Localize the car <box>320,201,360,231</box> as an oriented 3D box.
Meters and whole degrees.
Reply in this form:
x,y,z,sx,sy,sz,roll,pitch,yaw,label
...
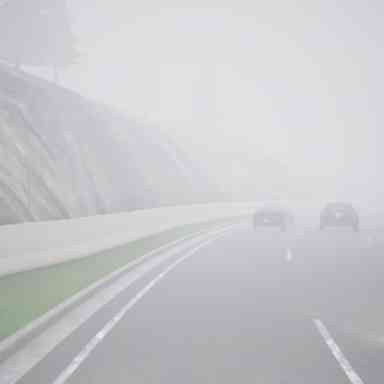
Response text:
x,y,z,sx,sy,sz,roll,pitch,yaw,label
9.452,1.403,21.171,2.097,1.767,4.553,1,0,27,car

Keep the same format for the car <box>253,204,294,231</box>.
x,y,z,sx,sy,sz,roll,pitch,yaw,label
5.302,1.498,21.274,1.882,1.535,5.008,0,0,25,car

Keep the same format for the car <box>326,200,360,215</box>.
x,y,z,sx,sy,sz,roll,pitch,yaw,label
16.451,1.653,36.236,4.181,1.385,1.994,0,0,-44,car
